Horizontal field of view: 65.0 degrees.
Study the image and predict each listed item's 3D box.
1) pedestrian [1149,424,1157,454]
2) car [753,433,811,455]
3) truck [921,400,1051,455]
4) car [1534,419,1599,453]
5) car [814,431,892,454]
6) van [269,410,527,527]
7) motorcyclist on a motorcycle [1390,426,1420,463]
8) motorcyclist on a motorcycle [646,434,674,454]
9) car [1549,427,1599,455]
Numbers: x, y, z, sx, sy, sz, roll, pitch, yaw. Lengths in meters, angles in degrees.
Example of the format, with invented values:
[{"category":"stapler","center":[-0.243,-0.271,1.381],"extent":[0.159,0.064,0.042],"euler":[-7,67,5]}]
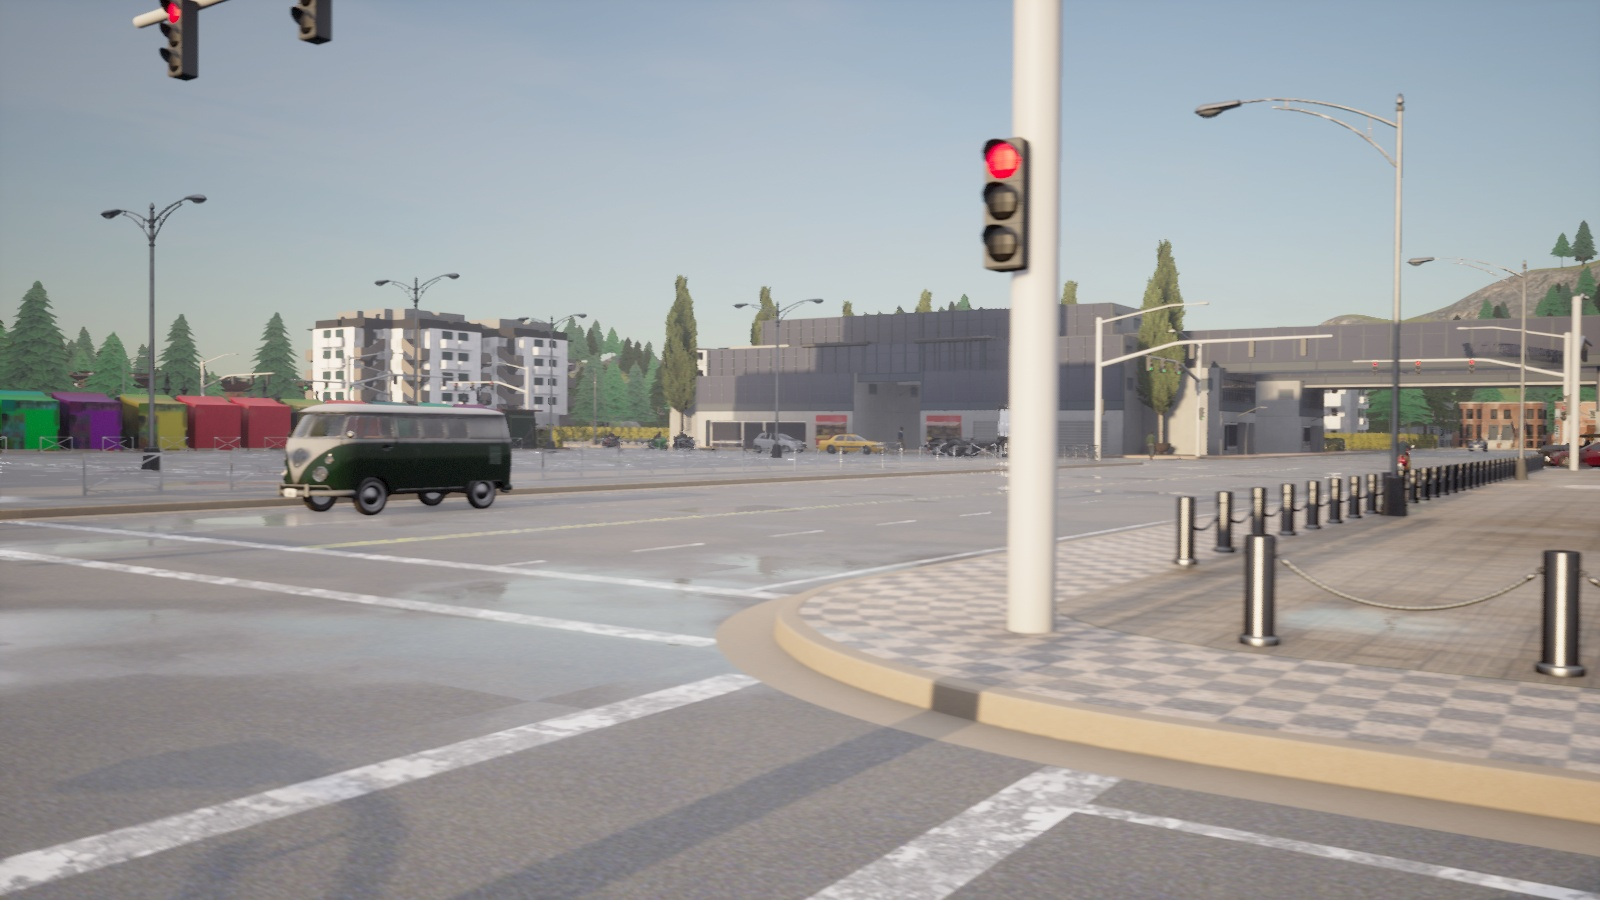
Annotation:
[{"category":"pedestrian","center":[21.808,-0.706,77.584],"extent":[0.353,1.847,0.614],"euler":[0,1,28]},{"category":"car","center":[-1.283,-0.396,87.513],"extent":[3.633,1.501,1.845],"euler":[0,1,36]},{"category":"truck","center":[12.102,-1.440,82.126],"extent":[7.936,3.462,2.891],"euler":[0,1,36]},{"category":"car","center":[43.152,-0.776,69.715],"extent":[3.866,1.878,1.905],"euler":[0,1,41]},{"category":"car","center":[3.674,-0.527,88.240],"extent":[5.366,1.575,1.801],"euler":[0,1,36]},{"category":"van","center":[-7.415,0.282,23.588],"extent":[1.775,1.987,4.442],"euler":[0,1,34]},{"category":"motorcyclist on a motorcycle","center":[26.019,-0.244,53.998],"extent":[0.866,1.590,1.817],"euler":[0,1,34]},{"category":"motorcyclist on a motorcycle","center":[-10.493,-0.436,94.190],"extent":[2.044,1.523,0.797],"euler":[0,1,36]},{"category":"car","center":[42.068,-0.483,65.876],"extent":[4.674,1.442,1.812],"euler":[0,1,33]}]
